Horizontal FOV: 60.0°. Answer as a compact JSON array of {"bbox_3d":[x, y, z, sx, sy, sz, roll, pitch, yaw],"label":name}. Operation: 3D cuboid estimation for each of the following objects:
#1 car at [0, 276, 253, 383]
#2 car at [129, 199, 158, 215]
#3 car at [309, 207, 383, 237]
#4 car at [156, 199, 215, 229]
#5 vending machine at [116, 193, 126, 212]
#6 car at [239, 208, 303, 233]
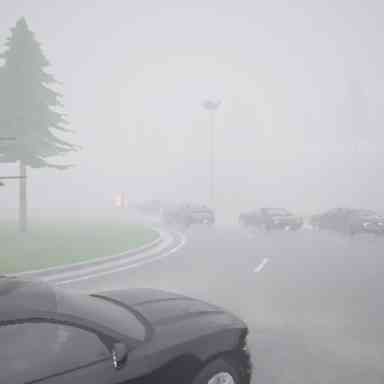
[{"bbox_3d":[-1.623,1.477,2.665,5.008,1.535,1.882,0,0,-38],"label":"car"},{"bbox_3d":[-3.935,1.465,32.981,4.892,1.490,1.837,-1,-1,21],"label":"car"},{"bbox_3d":[8.323,1.508,17.766,2.033,1.411,5.357,0,0,-8],"label":"car"},{"bbox_3d":[-0.327,1.463,21.513,2.128,1.511,4.902,0,0,-26],"label":"car"},{"bbox_3d":[-8.166,1.158,38.092,0.880,2.100,1.100,0,0,3],"label":"vending machine"},{"bbox_3d":[4.399,1.566,19.508,1.895,1.301,4.718,0,0,-14],"label":"car"}]
